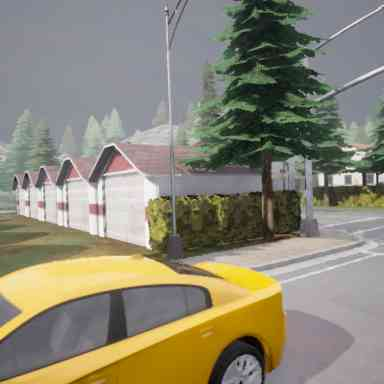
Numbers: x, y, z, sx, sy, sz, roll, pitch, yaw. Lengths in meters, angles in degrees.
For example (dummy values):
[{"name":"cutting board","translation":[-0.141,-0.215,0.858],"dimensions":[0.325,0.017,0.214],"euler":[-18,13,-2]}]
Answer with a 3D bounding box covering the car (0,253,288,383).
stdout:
[{"name":"car","translation":[-1.244,1.454,3.108],"dimensions":[5.008,1.535,1.882],"euler":[-2,1,-35]}]
